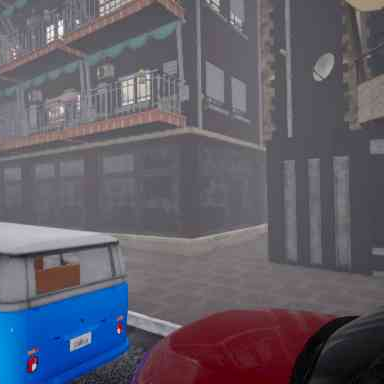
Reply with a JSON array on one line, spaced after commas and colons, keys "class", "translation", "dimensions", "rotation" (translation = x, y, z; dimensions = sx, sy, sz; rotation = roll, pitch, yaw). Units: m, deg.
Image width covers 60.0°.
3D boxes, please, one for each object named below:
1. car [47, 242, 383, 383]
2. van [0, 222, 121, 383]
[{"class": "car", "translation": [1.840, 1.315, 1.403], "dimensions": [5.009, 1.841, 2.192], "rotation": [0, -1, 35]}, {"class": "van", "translation": [-2.683, 1.343, 4.588], "dimensions": [3.998, 1.788, 1.690], "rotation": [0, -1, 35]}]
